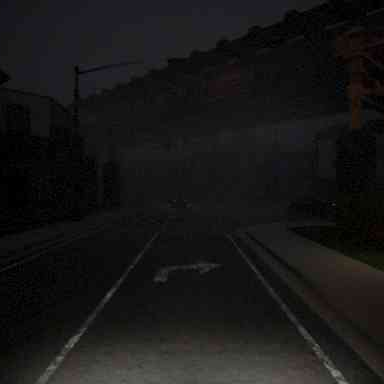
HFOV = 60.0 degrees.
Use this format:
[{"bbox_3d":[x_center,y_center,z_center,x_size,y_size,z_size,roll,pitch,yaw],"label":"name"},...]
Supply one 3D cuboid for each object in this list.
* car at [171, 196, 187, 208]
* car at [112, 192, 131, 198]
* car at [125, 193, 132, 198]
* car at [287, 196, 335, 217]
[{"bbox_3d":[-1.684,1.204,41.799,1.812,1.442,4.674,0,0,-5],"label":"car"},{"bbox_3d":[-16.772,0.688,79.116,4.536,1.218,1.853,0,0,-15],"label":"car"},{"bbox_3d":[-16.823,0.845,79.104,4.974,1.542,2.038,0,0,-15],"label":"car"},{"bbox_3d":[10.670,1.130,28.688,4.553,1.767,2.097,1,1,41],"label":"car"}]
